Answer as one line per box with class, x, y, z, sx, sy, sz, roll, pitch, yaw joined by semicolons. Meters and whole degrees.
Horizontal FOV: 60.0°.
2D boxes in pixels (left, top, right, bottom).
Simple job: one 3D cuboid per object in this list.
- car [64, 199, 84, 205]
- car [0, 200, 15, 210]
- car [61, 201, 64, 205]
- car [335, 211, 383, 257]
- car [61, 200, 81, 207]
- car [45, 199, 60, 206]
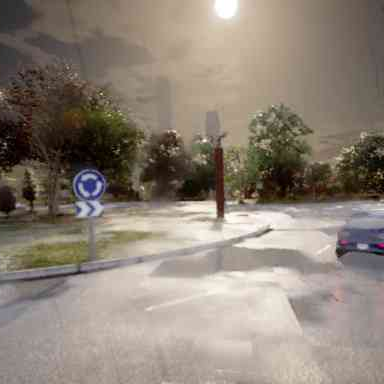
car;-28.394;2.502;82.582;4.892;1.521;2.231;-3;-2;-31
car;-30.235;2.041;51.410;5.008;1.535;1.882;-3;2;-25
car;-29.822;2.664;84.933;5.008;1.535;2.097;-3;-2;-31
car;6.341;1.400;11.669;1.812;1.442;4.674;0;1;35
car;-32.645;3.013;89.645;4.792;1.488;2.163;-3;-2;-31
car;-35.399;2.750;83.445;2.150;2.045;5.566;-3;-2;-31
